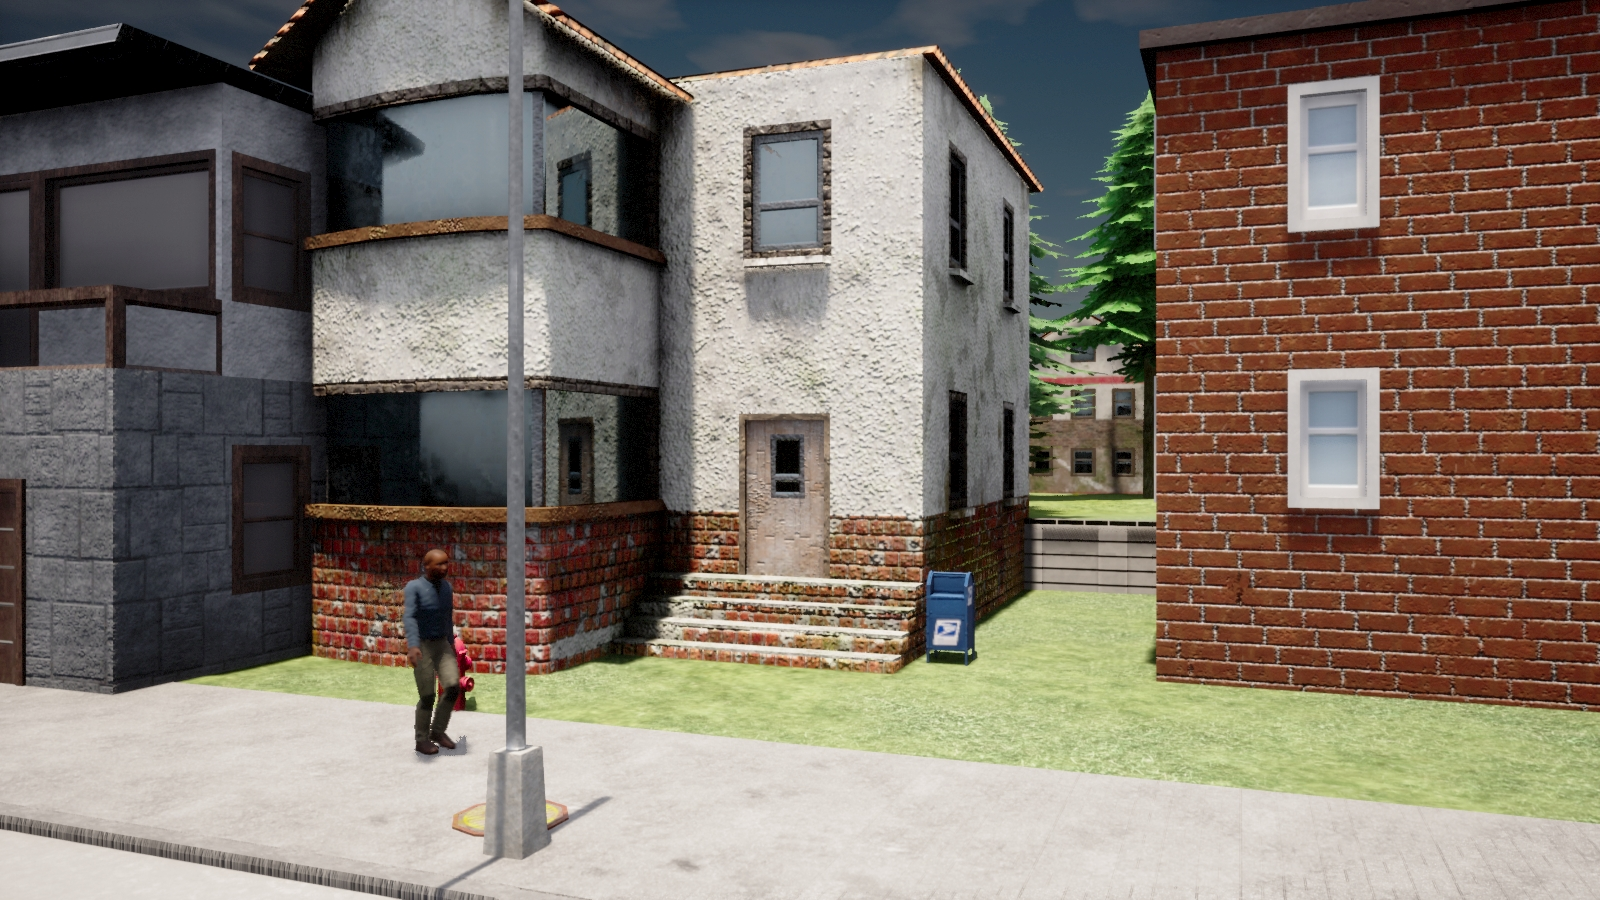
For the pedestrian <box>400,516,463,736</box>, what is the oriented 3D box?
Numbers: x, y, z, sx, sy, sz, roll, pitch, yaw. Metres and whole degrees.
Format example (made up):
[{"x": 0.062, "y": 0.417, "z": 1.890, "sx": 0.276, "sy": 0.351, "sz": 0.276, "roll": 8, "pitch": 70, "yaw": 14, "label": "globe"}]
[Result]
[{"x": -3.244, "y": 1.524, "z": 10.062, "sx": 0.375, "sy": 1.860, "sz": 0.375, "roll": 0, "pitch": 0, "yaw": 35, "label": "pedestrian"}]
